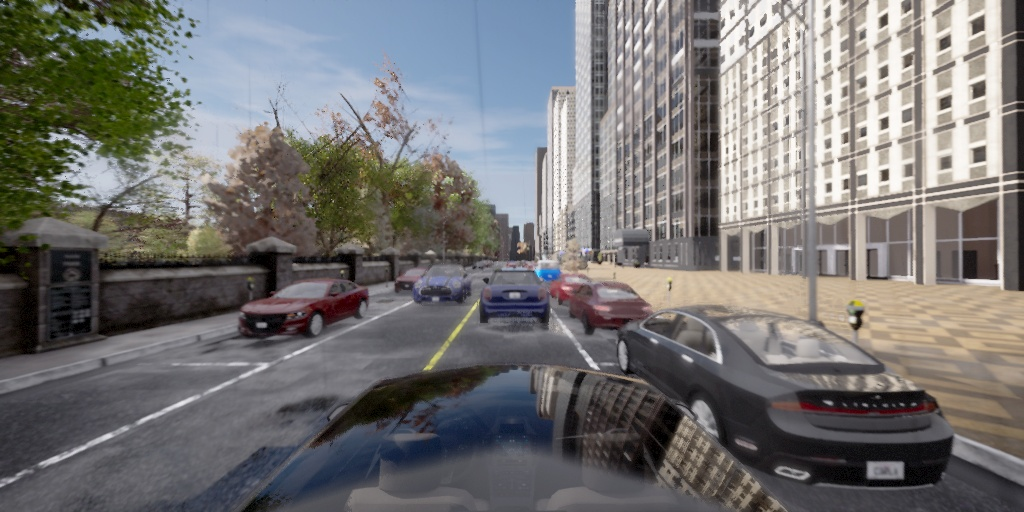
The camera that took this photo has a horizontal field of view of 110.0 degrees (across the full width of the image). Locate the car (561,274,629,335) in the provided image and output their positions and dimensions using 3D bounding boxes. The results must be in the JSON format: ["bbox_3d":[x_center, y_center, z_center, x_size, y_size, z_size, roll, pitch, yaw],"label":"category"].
[{"bbox_3d":[2.688,1.375,10.394,1.802,1.307,4.207,0,0,0],"label":"car"}]

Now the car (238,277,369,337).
[{"bbox_3d":[-5.692,1.338,10.394,1.888,1.381,4.507,0,0,0],"label":"car"}]

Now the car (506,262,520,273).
[{"bbox_3d":[0.099,1.541,49.847,1.812,1.442,4.674,0,0,0],"label":"car"}]

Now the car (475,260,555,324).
[{"bbox_3d":[0.059,1.155,12.355,2.097,1.767,4.553,0,0,-1],"label":"car"}]

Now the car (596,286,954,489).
[{"bbox_3d":[2.688,1.316,4.762,2.007,1.370,4.403,0,0,0],"label":"car"}]

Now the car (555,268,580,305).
[{"bbox_3d":[2.689,1.405,16.026,1.802,1.307,4.207,0,0,0],"label":"car"}]

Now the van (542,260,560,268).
[{"bbox_3d":[2.688,1.225,27.291,1.690,1.789,3.998,0,0,0],"label":"van"}]

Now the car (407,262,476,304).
[{"bbox_3d":[-3.098,1.179,16.820,2.097,1.767,4.553,0,0,0],"label":"car"}]

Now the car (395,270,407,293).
[{"bbox_3d":[-5.692,1.398,21.658,1.888,1.381,4.507,0,0,0],"label":"car"}]
